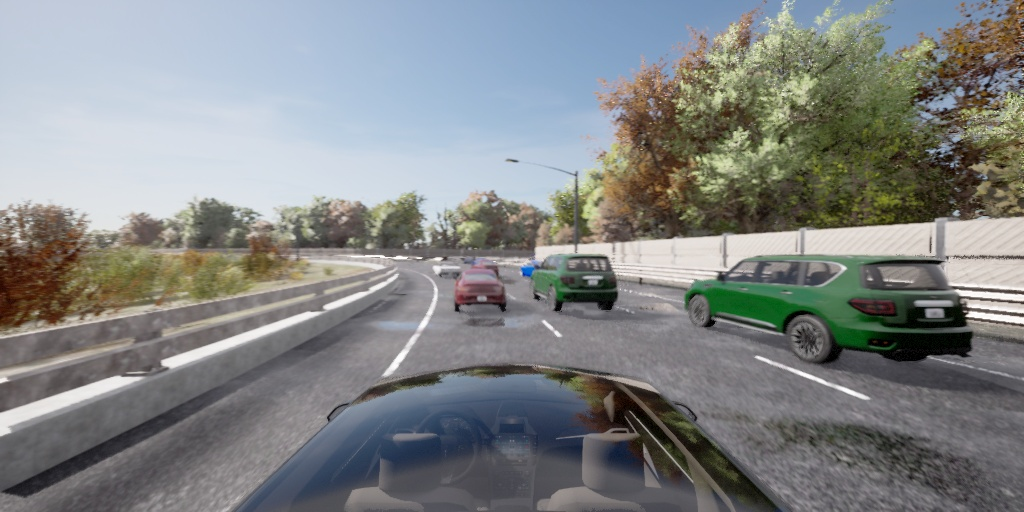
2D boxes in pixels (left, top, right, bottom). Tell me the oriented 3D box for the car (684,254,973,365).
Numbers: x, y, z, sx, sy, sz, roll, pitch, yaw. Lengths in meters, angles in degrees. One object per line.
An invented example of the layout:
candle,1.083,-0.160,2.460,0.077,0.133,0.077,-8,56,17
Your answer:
car,6.410,0.988,8.338,2.150,2.045,5.566,0,0,-6

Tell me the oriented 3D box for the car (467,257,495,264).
car,-2.538,1.103,32.994,1.812,1.442,4.674,0,0,-19

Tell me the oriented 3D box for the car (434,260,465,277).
car,-5.828,1.159,31.882,1.895,1.301,4.718,0,0,-19

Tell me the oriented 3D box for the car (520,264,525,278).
car,2.120,1.108,29.646,1.882,1.535,5.008,0,0,-16

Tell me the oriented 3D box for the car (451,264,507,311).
car,-1.314,1.206,13.940,1.812,1.442,4.674,0,0,-8

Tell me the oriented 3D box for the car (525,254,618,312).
car,2.209,0.928,14.189,2.150,2.045,5.566,0,0,-9
